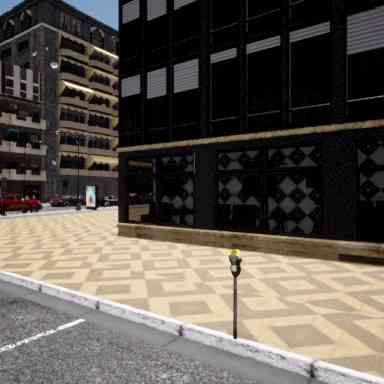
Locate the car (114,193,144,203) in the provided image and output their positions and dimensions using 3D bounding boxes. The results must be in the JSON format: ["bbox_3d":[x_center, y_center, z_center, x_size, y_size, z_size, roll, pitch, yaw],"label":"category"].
[{"bbox_3d":[-9.795,0.834,51.742,2.008,1.369,4.403,2,2,35],"label":"car"}]

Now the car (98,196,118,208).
[{"bbox_3d":[-9.271,1.072,37.901,1.947,1.339,4.313,1,2,35],"label":"car"}]

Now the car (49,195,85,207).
[{"bbox_3d":[-14.699,1.081,40.274,1.994,1.385,4.181,0,1,35],"label":"car"}]

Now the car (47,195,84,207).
[{"bbox_3d":[-16.166,1.074,42.663,1.802,1.307,4.206,1,2,35],"label":"car"}]

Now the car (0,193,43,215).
[{"bbox_3d":[-15.642,1.029,28.813,2.192,1.841,5.009,1,2,35],"label":"car"}]
